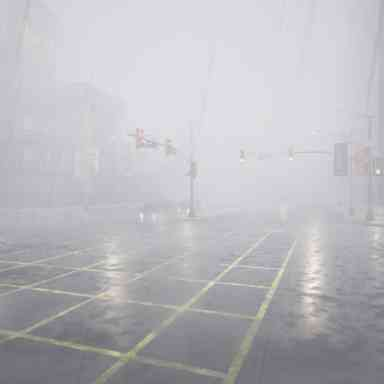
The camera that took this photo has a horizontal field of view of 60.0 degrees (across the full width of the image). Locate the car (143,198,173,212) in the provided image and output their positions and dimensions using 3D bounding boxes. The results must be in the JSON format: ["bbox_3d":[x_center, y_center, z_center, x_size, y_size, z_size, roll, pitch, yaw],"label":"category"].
[{"bbox_3d":[-3.925,1.478,38.910,1.882,1.535,5.008,0,0,22],"label":"car"}]

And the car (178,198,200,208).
[{"bbox_3d":[-0.373,1.601,48.487,1.895,1.301,4.718,0,0,21],"label":"car"}]
